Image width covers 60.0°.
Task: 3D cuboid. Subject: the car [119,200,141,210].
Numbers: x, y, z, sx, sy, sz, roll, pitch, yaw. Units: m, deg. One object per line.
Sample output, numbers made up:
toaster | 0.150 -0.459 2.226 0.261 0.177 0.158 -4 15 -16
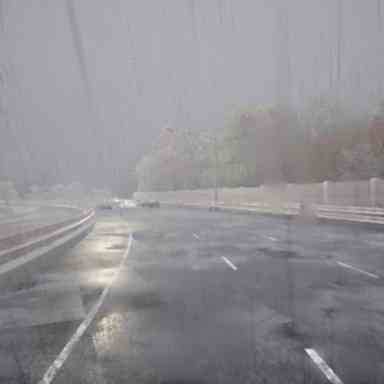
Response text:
car | -10.241 2.065 53.038 1.812 1.442 4.674 0 -1 -29

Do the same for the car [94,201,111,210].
car | -14.373 2.145 53.195 1.994 1.385 4.181 0 -1 -30

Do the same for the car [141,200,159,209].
car | -6.983 1.995 54.377 1.882 1.535 5.008 0 -1 -29
